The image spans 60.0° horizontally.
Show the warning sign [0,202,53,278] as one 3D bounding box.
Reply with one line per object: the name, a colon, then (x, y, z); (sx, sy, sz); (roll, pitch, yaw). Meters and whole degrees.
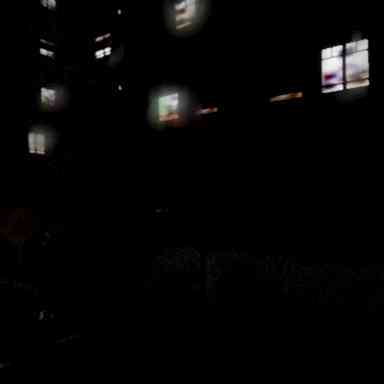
warning sign: (-4.739, 1.223, 9.178); (1.060, 1.860, 1.300); (-1, -1, 36)
